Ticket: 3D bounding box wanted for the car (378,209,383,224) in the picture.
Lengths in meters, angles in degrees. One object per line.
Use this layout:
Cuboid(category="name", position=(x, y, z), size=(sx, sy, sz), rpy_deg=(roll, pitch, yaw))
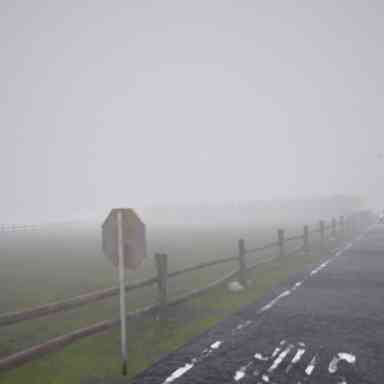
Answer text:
Cuboid(category="car", position=(22.297, 2.583, 37.478), size=(2.097, 1.767, 4.553), rpy_deg=(-4, -4, 32))
